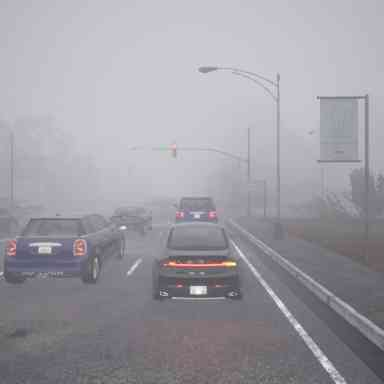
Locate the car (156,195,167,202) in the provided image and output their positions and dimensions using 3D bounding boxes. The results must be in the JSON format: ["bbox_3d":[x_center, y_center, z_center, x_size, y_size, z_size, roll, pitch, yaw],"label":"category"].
[{"bbox_3d":[-6.829,1.478,75.209,1.882,1.535,5.008,0,0,0],"label":"car"}]

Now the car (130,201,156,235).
[{"bbox_3d":[-3.358,1.505,18.738,1.837,1.490,4.892,0,0,0],"label":"car"}]

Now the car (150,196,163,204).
[{"bbox_3d":[-6.887,1.547,65.431,2.033,1.411,5.357,0,0,1],"label":"car"}]

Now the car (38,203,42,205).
[{"bbox_3d":[-19.129,1.478,36.883,5.008,1.535,1.882,0,0,3],"label":"car"}]

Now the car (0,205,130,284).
[{"bbox_3d":[-3.378,1.352,9.778,2.097,1.767,4.553,0,0,0],"label":"car"}]

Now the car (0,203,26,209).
[{"bbox_3d":[-10.515,1.505,16.449,1.837,1.490,4.892,0,0,1],"label":"car"}]

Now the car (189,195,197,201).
[{"bbox_3d":[0.196,1.471,85.913,1.882,1.535,5.008,0,0,0],"label":"car"}]

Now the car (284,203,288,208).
[{"bbox_3d":[14.550,1.547,42.112,5.357,1.411,2.033,0,0,3],"label":"car"}]

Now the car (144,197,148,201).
[{"bbox_3d":[-6.958,1.526,55.704,1.812,1.442,4.674,0,0,0],"label":"car"}]

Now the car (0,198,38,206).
[{"bbox_3d":[-18.405,1.352,33.332,4.553,1.767,2.097,0,0,3],"label":"car"}]

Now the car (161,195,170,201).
[{"bbox_3d":[-6.806,1.494,85.166,1.837,1.490,4.892,0,0,0],"label":"car"}]

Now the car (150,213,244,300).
[{"bbox_3d":[0.119,1.505,8.363,1.837,1.490,4.892,0,0,0],"label":"car"}]

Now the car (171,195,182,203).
[{"bbox_3d":[-3.246,1.477,70.424,1.882,1.535,5.008,0,0,0],"label":"car"}]

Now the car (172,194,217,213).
[{"bbox_3d":[0.165,1.221,18.211,2.150,2.045,5.566,0,0,-2],"label":"car"}]

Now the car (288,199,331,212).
[{"bbox_3d":[14.140,1.505,38.629,4.892,1.490,1.837,0,0,3],"label":"car"}]

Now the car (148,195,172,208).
[{"bbox_3d":[-3.971,1.352,47.410,2.097,1.767,4.553,0,0,20],"label":"car"}]
